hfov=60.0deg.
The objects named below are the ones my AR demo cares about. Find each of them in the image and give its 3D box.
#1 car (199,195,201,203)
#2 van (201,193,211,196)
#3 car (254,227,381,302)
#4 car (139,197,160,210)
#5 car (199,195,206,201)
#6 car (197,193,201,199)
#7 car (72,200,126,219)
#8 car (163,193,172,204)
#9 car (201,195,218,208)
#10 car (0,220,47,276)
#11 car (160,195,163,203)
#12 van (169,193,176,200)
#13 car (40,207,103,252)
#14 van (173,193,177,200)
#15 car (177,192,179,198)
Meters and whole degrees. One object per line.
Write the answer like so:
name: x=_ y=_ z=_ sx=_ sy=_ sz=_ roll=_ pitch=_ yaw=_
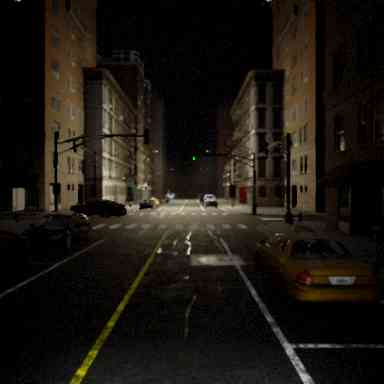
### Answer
car: x=2.640 y=1.503 z=56.766 sx=1.802 sy=1.307 sz=4.206 roll=0 pitch=0 yaw=0
van: x=2.639 y=1.270 z=51.359 sx=1.690 sy=1.788 sz=3.998 roll=0 pitch=0 yaw=0
car: x=2.637 y=1.515 z=8.160 sx=1.752 sy=1.417 sz=4.829 roll=0 pitch=0 yaw=0
car: x=-5.391 y=1.495 z=40.546 sx=2.008 sy=1.369 sz=4.403 roll=0 pitch=0 yaw=0
car: x=2.645 y=1.409 z=83.966 sx=1.752 sy=1.417 sz=4.829 roll=0 pitch=0 yaw=0
car: x=2.642 y=1.221 z=67.578 sx=2.192 sy=1.841 sz=5.009 roll=0 pitch=0 yaw=0
car: x=-8.066 y=1.409 z=28.458 sx=5.008 sy=1.535 sz=1.882 roll=1 pitch=-1 yaw=19
car: x=-5.413 y=1.354 z=62.170 sx=1.967 sy=1.590 sz=4.097 roll=0 pitch=0 yaw=0
car: x=2.637 y=1.487 z=45.953 sx=2.008 sy=1.369 sz=4.403 roll=0 pitch=0 yaw=0
car: x=-5.388 y=1.572 z=7.988 sx=1.802 sy=1.307 sz=4.206 roll=0 pitch=0 yaw=0
car: x=-5.397 y=1.462 z=45.782 sx=1.752 sy=1.417 sz=4.829 roll=0 pitch=0 yaw=0
van: x=-5.444 y=1.210 z=94.607 sx=1.690 sy=1.788 sz=3.998 roll=0 pitch=0 yaw=0
car: x=-5.388 y=1.533 z=13.670 sx=2.008 sy=1.369 sz=4.403 roll=0 pitch=0 yaw=0
van: x=-5.434 y=1.225 z=83.794 sx=1.690 sy=1.788 sz=3.998 roll=0 pitch=0 yaw=0
car: x=-5.439 y=1.191 z=89.201 sx=2.192 sy=1.841 sz=5.009 roll=0 pitch=0 yaw=0
